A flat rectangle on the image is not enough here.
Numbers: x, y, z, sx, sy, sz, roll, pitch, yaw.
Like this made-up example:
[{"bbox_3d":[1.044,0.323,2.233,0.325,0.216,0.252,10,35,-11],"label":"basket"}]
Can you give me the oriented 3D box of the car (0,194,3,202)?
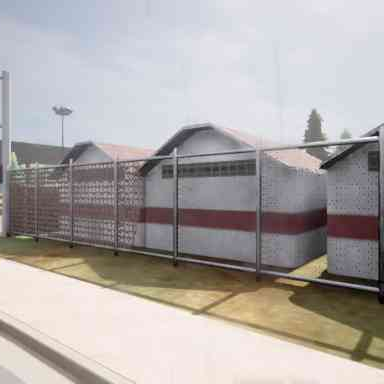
[{"bbox_3d":[-22.540,1.222,40.007,2.150,2.045,5.566,0,0,37],"label":"car"}]
